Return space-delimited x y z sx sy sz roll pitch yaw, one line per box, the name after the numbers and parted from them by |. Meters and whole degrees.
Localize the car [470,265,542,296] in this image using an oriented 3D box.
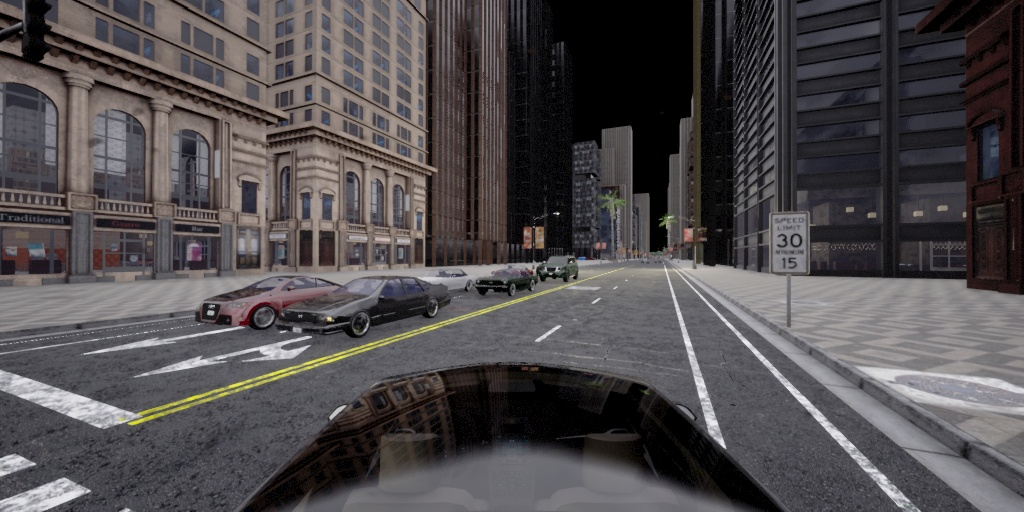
-0.177 1.357 19.479 1.895 1.301 4.718 0 0 23 | car

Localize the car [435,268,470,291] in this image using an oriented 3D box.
-3.762 1.357 19.332 1.895 1.301 4.718 0 0 23 | car

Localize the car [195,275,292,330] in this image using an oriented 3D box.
-7.135 1.316 11.247 1.994 1.385 4.181 0 0 23 | car

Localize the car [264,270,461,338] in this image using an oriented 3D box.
-3.874 1.299 10.631 2.033 1.411 5.357 0 0 23 | car

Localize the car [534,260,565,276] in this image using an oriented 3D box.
4.051 1.251 37.925 1.882 1.535 5.008 0 0 23 | car

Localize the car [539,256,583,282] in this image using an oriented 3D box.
3.951 0.986 29.347 2.150 2.045 5.566 0 0 22 | car

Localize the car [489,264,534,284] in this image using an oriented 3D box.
0.081 1.364 28.523 1.895 1.301 4.718 0 0 23 | car
